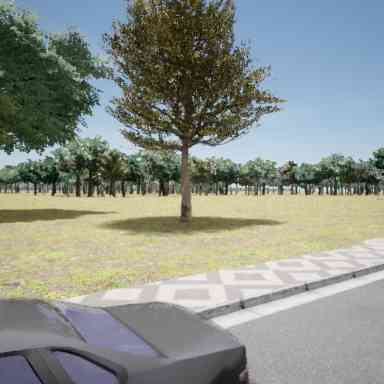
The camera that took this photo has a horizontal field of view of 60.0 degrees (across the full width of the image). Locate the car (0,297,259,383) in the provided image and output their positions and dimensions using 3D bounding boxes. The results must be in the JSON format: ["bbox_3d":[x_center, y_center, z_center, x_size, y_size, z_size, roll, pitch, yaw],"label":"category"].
[{"bbox_3d":[-1.959,1.547,1.976,5.357,1.411,2.033,0,0,-35],"label":"car"}]
